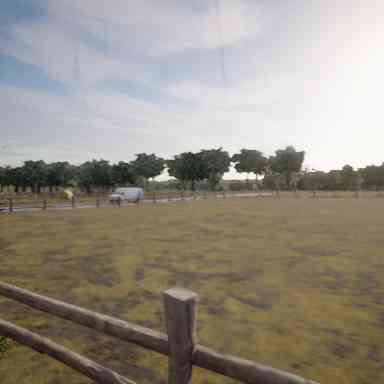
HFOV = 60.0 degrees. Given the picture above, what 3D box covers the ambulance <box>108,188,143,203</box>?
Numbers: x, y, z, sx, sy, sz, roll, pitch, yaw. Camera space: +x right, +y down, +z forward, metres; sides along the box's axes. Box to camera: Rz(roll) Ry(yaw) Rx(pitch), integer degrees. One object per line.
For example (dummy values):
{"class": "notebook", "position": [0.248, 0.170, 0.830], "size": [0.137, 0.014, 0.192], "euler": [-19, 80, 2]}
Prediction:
{"class": "ambulance", "position": [-11.150, 0.548, 55.881], "size": [2.351, 2.431, 6.366], "euler": [2, 2, 35]}
